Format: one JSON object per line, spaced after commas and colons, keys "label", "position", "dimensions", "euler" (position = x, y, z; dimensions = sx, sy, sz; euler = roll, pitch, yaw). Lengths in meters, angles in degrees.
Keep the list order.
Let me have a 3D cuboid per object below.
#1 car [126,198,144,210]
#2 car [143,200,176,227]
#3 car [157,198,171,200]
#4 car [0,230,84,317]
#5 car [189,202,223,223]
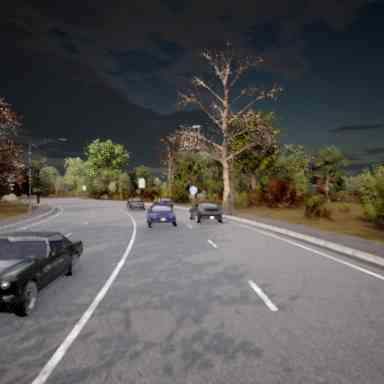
{"label": "car", "position": [-7.275, 1.526, 42.445], "dimensions": [2.128, 1.511, 4.902], "euler": [-1, 0, -19]}
{"label": "car", "position": [-2.179, 1.533, 22.943], "dimensions": [1.812, 1.442, 4.674], "euler": [0, 0, -10]}
{"label": "car", "position": [-3.709, 1.505, 42.822], "dimensions": [1.837, 1.490, 4.892], "euler": [0, 0, -18]}
{"label": "car", "position": [-3.956, 1.616, 7.556], "dimensions": [1.895, 1.301, 4.718], "euler": [0, 0, -4]}
{"label": "car", "position": [0.948, 1.491, 25.183], "dimensions": [1.837, 1.490, 4.892], "euler": [0, 1, -10]}
